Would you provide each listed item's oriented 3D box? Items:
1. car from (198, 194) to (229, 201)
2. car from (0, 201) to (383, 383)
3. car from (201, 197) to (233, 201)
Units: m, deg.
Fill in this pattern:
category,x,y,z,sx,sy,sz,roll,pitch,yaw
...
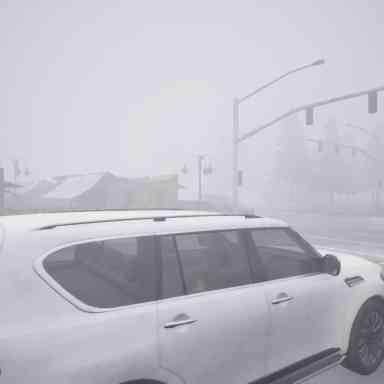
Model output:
category,x,y,z,sx,sy,sz,roll,pitch,yaw
car,2.832,1.218,34.833,2.150,2.045,5.566,0,0,-37
car,0.174,1.221,3.937,5.566,2.045,2.150,0,0,-35
car,3.197,1.475,28.431,1.882,1.535,5.008,0,0,-35
